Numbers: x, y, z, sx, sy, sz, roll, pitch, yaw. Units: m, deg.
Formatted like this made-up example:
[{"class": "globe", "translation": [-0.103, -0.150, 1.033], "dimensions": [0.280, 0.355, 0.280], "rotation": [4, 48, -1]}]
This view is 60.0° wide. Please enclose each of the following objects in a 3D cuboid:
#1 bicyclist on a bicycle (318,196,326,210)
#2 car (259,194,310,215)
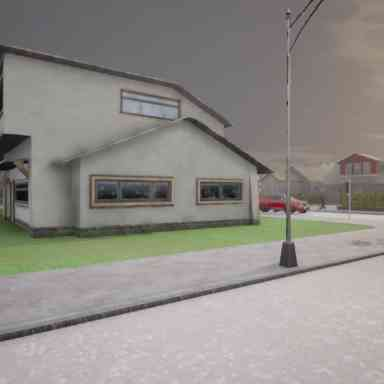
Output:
[{"class": "bicyclist on a bicycle", "translation": [15.772, 1.349, 40.310], "dimensions": [1.656, 1.620, 0.582], "rotation": [0, 0, -35]}, {"class": "car", "translation": [9.463, 1.224, 34.693], "dimensions": [2.150, 2.045, 5.566], "rotation": [0, 0, -35]}]
